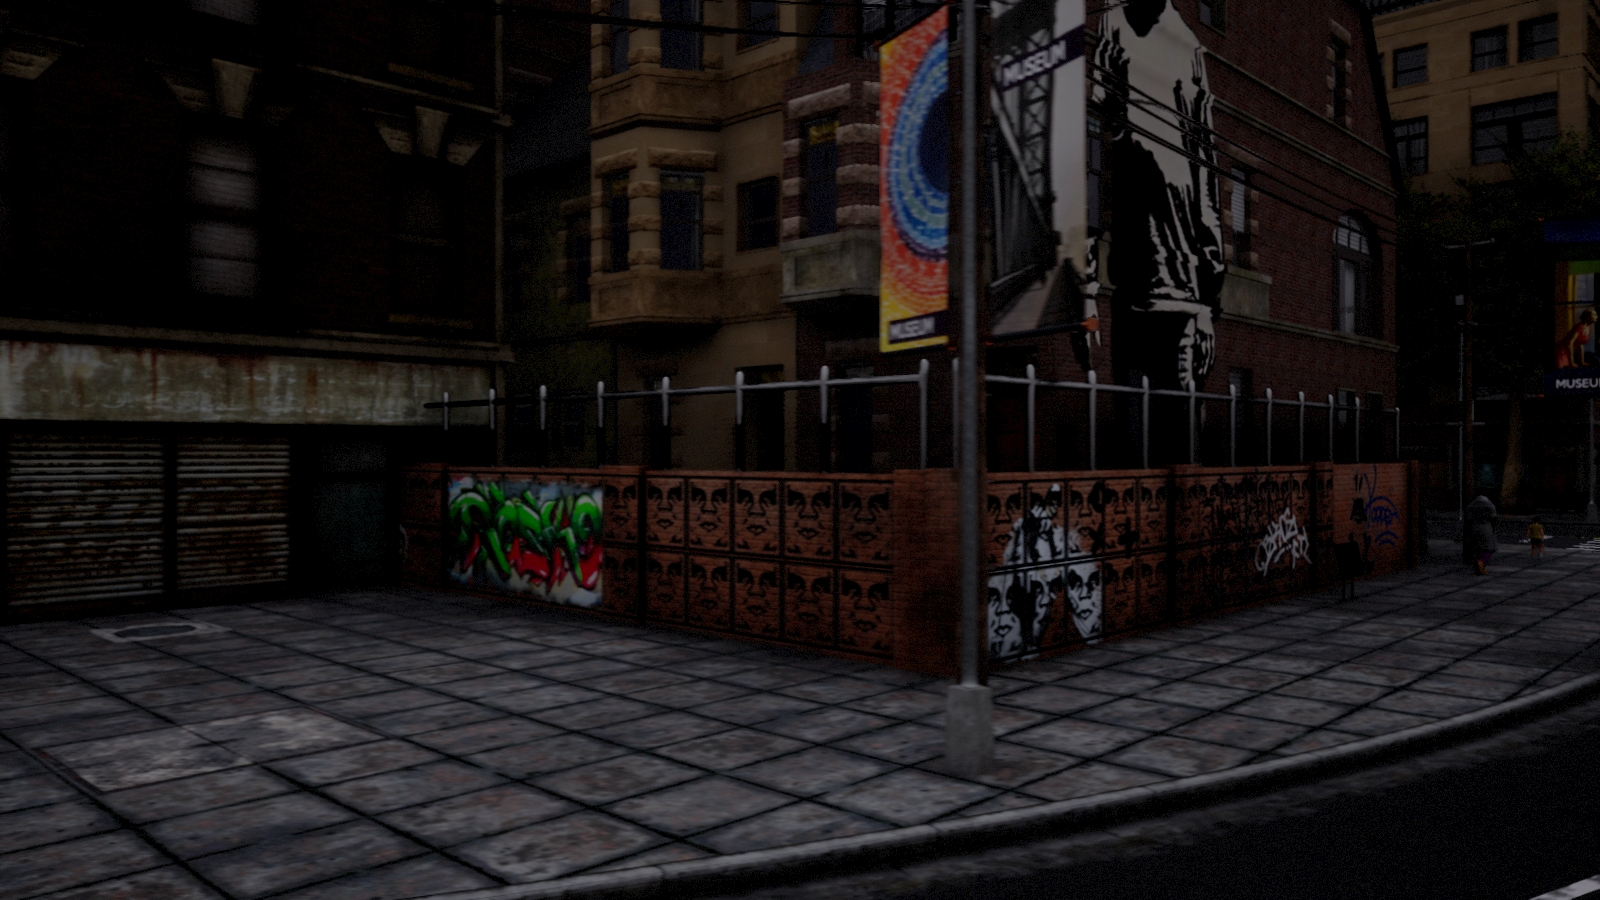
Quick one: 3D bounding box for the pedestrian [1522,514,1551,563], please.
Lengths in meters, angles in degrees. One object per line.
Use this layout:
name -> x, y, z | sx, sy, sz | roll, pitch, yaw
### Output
pedestrian -> 17.502, 2.090, 27.157 | 0.500, 1.100, 0.500 | 0, 0, 43

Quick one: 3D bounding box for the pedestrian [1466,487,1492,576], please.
pedestrian -> 14.326, 1.709, 24.108 | 0.375, 1.860, 0.375 | 0, 0, -40

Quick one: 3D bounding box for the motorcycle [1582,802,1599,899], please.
motorcycle -> 4.691, 2.215, 5.411 | 2.033, 1.145, 0.803 | 0, -1, -29
